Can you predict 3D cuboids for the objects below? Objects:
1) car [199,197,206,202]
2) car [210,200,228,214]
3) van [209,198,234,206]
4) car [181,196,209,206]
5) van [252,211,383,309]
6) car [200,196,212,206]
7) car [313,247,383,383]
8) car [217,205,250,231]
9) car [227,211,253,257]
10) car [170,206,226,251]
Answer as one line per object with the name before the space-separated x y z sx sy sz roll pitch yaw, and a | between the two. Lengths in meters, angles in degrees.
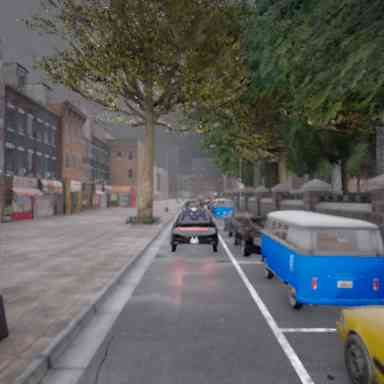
car | 2.912 2.216 94.005 1.887 1.381 4.507 1 -1 0
car | 3.131 1.735 39.708 1.837 1.490 4.892 0 0 0
van | 2.731 1.506 29.433 1.690 1.788 3.998 1 0 0
car | 0.148 1.515 29.246 2.097 1.767 4.553 0 0 1
van | 2.669 1.380 7.635 1.690 1.788 3.998 1 0 0
car | 2.840 1.752 67.578 2.192 1.841 5.009 1 0 0
car | 2.652 1.538 2.355 1.752 1.417 4.829 1 0 0
car | 2.698 1.650 18.532 2.008 1.369 4.403 1 0 0
car | 2.682 1.635 13.083 1.947 1.339 4.313 1 0 0
car | 0.107 1.568 14.435 2.128 1.511 4.902 0 0 0
